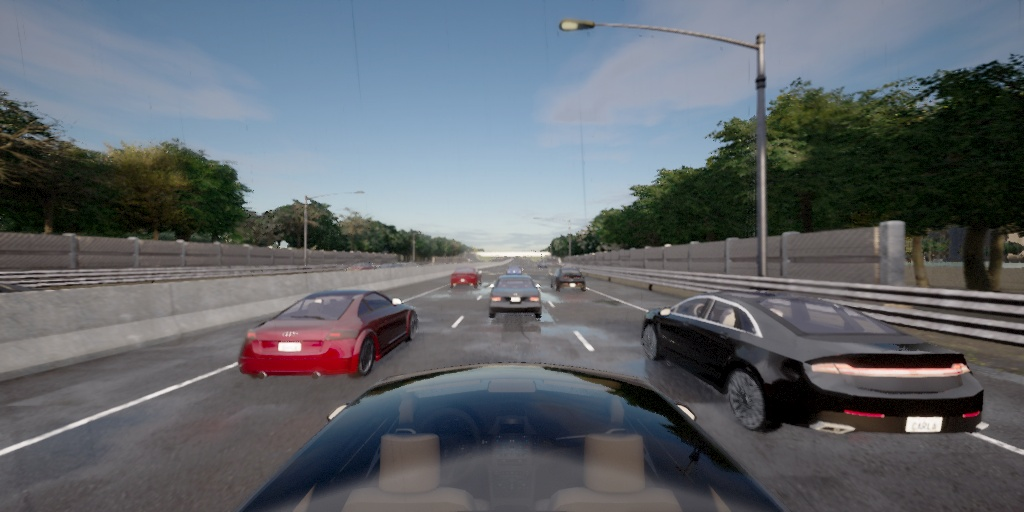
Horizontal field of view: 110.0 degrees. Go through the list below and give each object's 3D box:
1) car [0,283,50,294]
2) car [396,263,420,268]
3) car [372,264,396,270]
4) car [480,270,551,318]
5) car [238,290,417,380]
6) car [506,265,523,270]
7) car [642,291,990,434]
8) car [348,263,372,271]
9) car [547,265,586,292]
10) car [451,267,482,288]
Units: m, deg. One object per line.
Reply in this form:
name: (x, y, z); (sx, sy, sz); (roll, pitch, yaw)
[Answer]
car: (-14.091, 1.336, 8.307); (1.837, 1.490, 4.892); (0, -1, 0)
car: (-13.835, 1.846, 49.339); (1.837, 1.490, 4.892); (0, 0, 1)
car: (-17.327, 1.854, 49.978); (1.837, 1.490, 4.892); (0, 0, 1)
car: (0.119, 1.447, 13.803); (2.033, 1.411, 5.357); (0, -1, 0)
car: (-3.393, 1.385, 7.488); (1.994, 1.385, 4.181); (0, -1, 0)
car: (0.271, 1.790, 41.279); (2.033, 1.411, 5.357); (0, -1, 0)
car: (3.605, 1.289, 5.562); (2.128, 1.511, 4.902); (0, -1, 0)
car: (-20.826, 1.698, 49.591); (2.097, 1.767, 4.553); (0, -1, 1)
car: (3.659, 1.531, 23.973); (1.837, 1.490, 4.892); (0, -1, 0)
car: (-3.326, 1.539, 26.817); (1.882, 1.535, 5.008); (0, -1, 0)
